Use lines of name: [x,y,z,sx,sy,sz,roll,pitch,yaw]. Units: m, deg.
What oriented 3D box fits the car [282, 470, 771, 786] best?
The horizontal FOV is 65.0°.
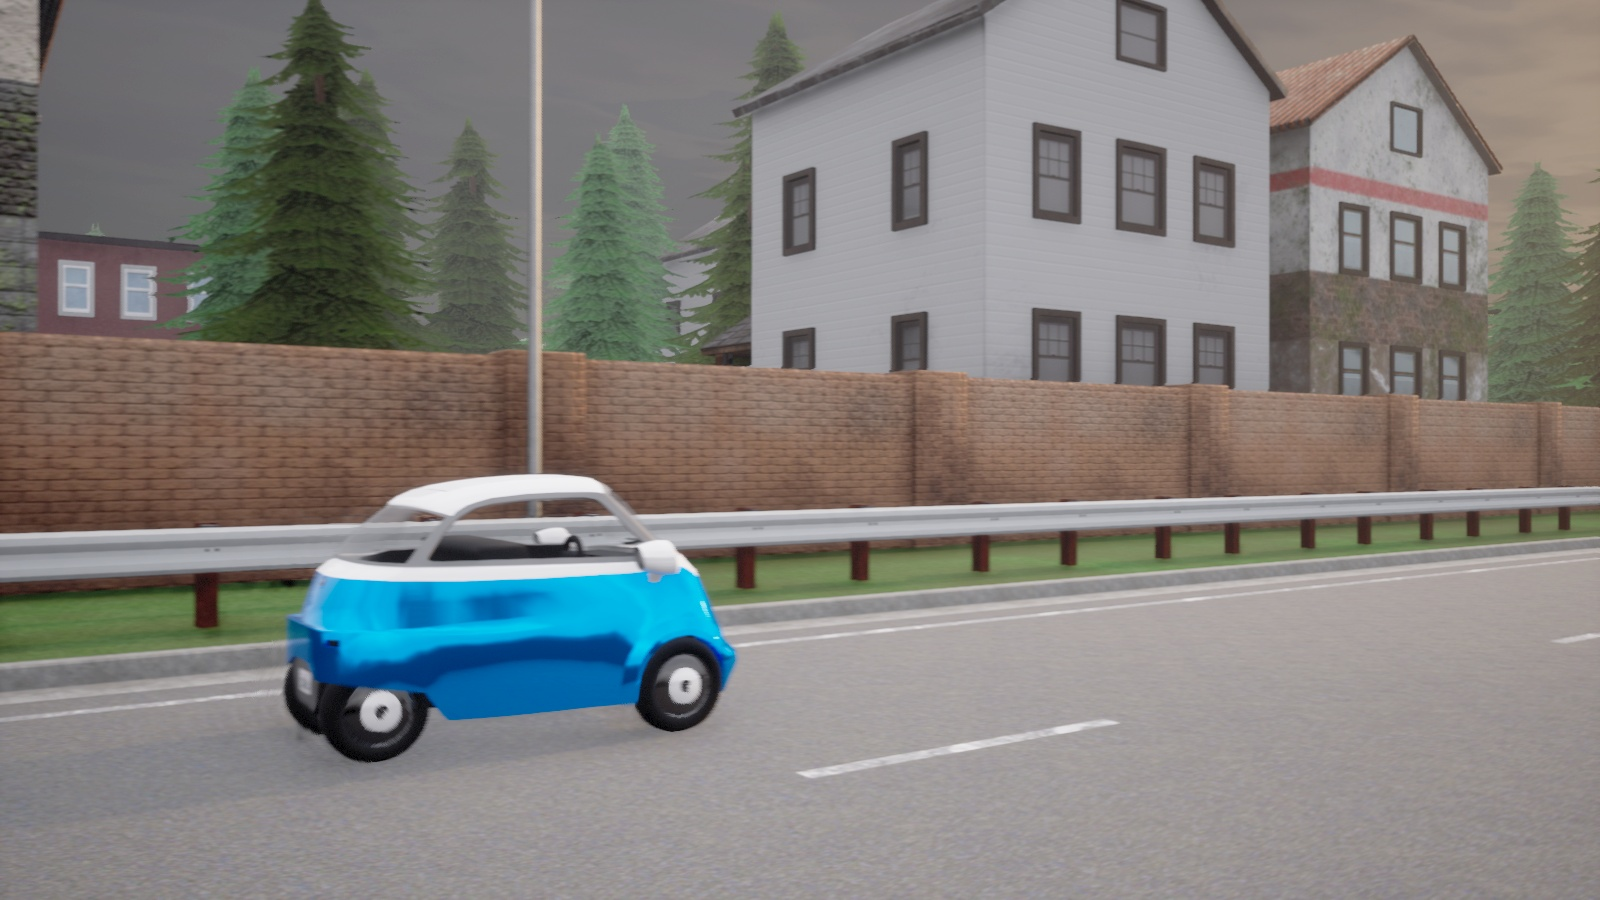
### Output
car: [-1.495,0.819,6.882,2.207,1.376,1.481,0,0,-35]
